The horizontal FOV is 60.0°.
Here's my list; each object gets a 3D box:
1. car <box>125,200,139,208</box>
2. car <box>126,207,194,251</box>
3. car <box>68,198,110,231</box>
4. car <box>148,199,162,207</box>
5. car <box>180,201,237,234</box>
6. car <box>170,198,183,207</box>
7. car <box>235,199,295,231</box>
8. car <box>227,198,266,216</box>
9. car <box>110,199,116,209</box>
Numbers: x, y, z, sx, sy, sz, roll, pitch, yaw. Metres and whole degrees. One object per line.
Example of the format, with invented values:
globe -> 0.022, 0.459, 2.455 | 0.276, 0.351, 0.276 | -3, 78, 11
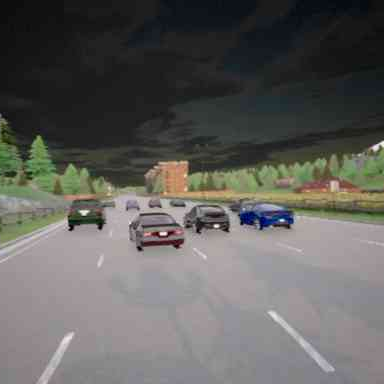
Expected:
car -> -8.646, 1.858, 48.377 | 2.033, 1.411, 5.357 | -2, 0, -11
car -> -1.699, 1.611, 14.728 | 2.033, 1.411, 5.357 | -2, 0, -15
car -> -7.216, 1.470, 23.295 | 2.150, 2.045, 5.566 | -2, 0, -11
car -> -5.899, 1.771, 52.474 | 2.033, 1.411, 5.357 | -2, 0, -11
car -> 0.766, 1.491, 19.219 | 1.837, 1.490, 4.892 | -2, 0, -11
car -> -2.350, 1.671, 52.554 | 1.994, 1.385, 4.181 | -2, 0, -11
car -> 4.217, 1.351, 19.788 | 1.882, 1.535, 5.008 | -2, 0, -11
car -> 5.207, 1.396, 32.518 | 2.033, 1.411, 5.357 | -2, 0, -11
car -> -13.391, 1.960, 54.233 | 2.128, 1.511, 4.902 | -2, 0, -11
